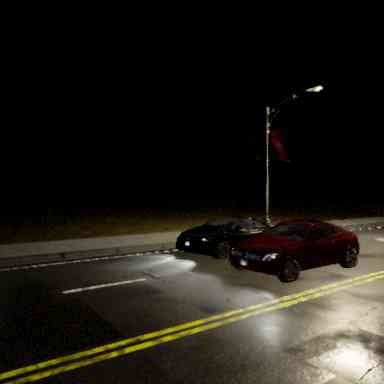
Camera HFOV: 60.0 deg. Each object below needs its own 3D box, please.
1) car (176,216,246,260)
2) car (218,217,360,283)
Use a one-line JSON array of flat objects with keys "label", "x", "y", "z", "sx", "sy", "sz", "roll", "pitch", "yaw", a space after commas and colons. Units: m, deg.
[{"label": "car", "x": 1.465, "y": 1.623, "z": 12.712, "sx": 4.181, "sy": 1.385, "sz": 1.994, "roll": 0, "pitch": 0, "yaw": -36}, {"label": "car", "x": 3.234, "y": 1.584, "z": 9.983, "sx": 4.674, "sy": 1.442, "sz": 1.812, "roll": 0, "pitch": 0, "yaw": -35}]
